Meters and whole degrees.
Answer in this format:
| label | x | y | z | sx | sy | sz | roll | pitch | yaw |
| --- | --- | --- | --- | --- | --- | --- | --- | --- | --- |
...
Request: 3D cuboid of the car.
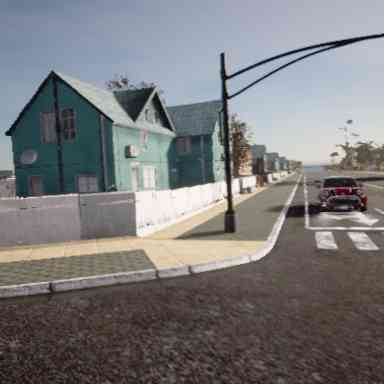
| label | x | y | z | sx | sy | sz | roll | pitch | yaw |
| --- | --- | --- | --- | --- | --- | --- | --- | --- | --- |
| car | 7.571 | -0.026 | 17.188 | 2.097 | 1.767 | 4.553 | -2 | 3 | 19 |
